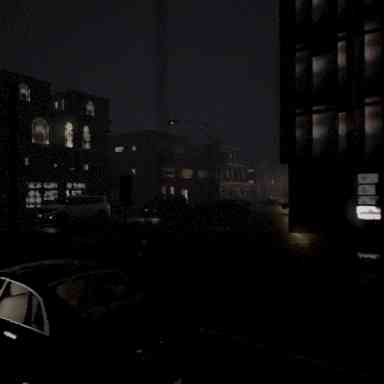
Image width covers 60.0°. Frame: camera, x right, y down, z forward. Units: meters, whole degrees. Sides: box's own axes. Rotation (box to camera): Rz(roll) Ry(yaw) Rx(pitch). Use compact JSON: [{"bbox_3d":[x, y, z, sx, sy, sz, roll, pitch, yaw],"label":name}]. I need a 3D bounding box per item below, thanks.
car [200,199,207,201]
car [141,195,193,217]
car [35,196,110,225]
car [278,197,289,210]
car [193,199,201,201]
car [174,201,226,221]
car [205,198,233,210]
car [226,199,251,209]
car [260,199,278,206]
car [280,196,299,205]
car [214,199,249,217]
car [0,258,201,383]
[{"bbox_3d":[3.431,1.709,41.511,1.812,1.442,4.674,0,-1,37],"label":"car"},{"bbox_3d":[-2.634,1.353,33.286,2.150,2.045,5.566,0,-1,37],"label":"car"},{"bbox_3d":[-8.758,1.301,24.989,2.150,2.045,5.566,0,0,36],"label":"car"},{"bbox_3d":[13.956,1.733,46.066,1.752,1.417,4.829,-1,-1,36],"label":"car"},{"bbox_3d":[0.539,1.629,41.984,1.967,1.590,4.097,-1,-1,36],"label":"car"},{"bbox_3d":[0.751,1.674,28.077,1.802,1.307,4.206,-1,-1,36],"label":"car"},{"bbox_3d":[3.823,1.658,46.442,1.967,1.590,4.097,-1,-1,36],"label":"car"},{"bbox_3d":[7.107,1.792,50.899,1.887,1.381,4.507,-1,-1,36],"label":"car"},{"bbox_3d":[13.675,1.858,59.815,2.008,1.369,4.403,-1,-1,36],"label":"car"},{"bbox_3d":[20.241,1.684,68.734,2.192,1.841,5.009,-1,-1,36],"label":"car"},{"bbox_3d":[4.004,1.560,32.556,1.967,1.590,4.097,-1,-1,36],"label":"car"},{"bbox_3d":[-1.953,1.549,4.272,4.403,1.369,2.008,0,0,35],"label":"car"}]
